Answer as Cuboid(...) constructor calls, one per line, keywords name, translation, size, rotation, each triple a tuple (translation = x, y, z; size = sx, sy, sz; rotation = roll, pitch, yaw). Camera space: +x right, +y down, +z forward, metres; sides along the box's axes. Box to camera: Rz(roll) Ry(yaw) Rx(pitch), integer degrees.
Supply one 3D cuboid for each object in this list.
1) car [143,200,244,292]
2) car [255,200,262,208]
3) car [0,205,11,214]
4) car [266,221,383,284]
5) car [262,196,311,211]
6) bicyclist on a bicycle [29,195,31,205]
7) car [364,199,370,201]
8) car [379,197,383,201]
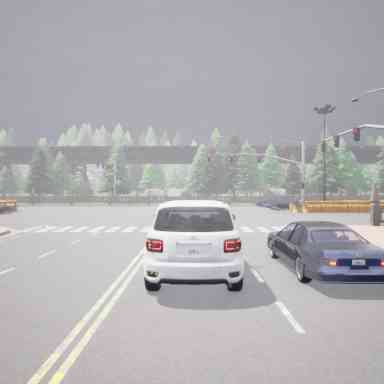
Cuboid(name="car", translation=(0.061, 1.221, 9.106), size=(2.150, 2.045, 5.566), rotation=(0, 0, 1))
Cuboid(name="car", translation=(11.393, 1.351, 47.861), size=(4.553, 1.767, 2.097), rotation=(0, 0, 0))
Cuboid(name="car", translation=(-21.487, 1.547, 33.824), size=(5.357, 1.411, 2.033), rotation=(0, 0, 0))
Cuboid(name="car", translation=(3.570, 1.547, 9.597), size=(2.033, 1.411, 5.357), rotation=(0, 0, 0))
Cuboid(name="car", translation=(11.534, 1.492, 40.859), size=(4.902, 1.511, 2.128), rotation=(0, 0, 0))
Cuboid(name="bicyclist on a bicycle", translation=(-27.050, 1.300, 55.834), size=(0.582, 1.620, 1.656), rotation=(0, 0, 0))
Cuboid(name="car", translation=(26.744, 1.492, 47.789), size=(4.902, 1.511, 2.128), rotation=(0, 0, 0))
Cuboid(name="car", translation=(25.741, 1.601, 40.794), size=(4.718, 1.301, 1.895), rotation=(0, 0, 0))
